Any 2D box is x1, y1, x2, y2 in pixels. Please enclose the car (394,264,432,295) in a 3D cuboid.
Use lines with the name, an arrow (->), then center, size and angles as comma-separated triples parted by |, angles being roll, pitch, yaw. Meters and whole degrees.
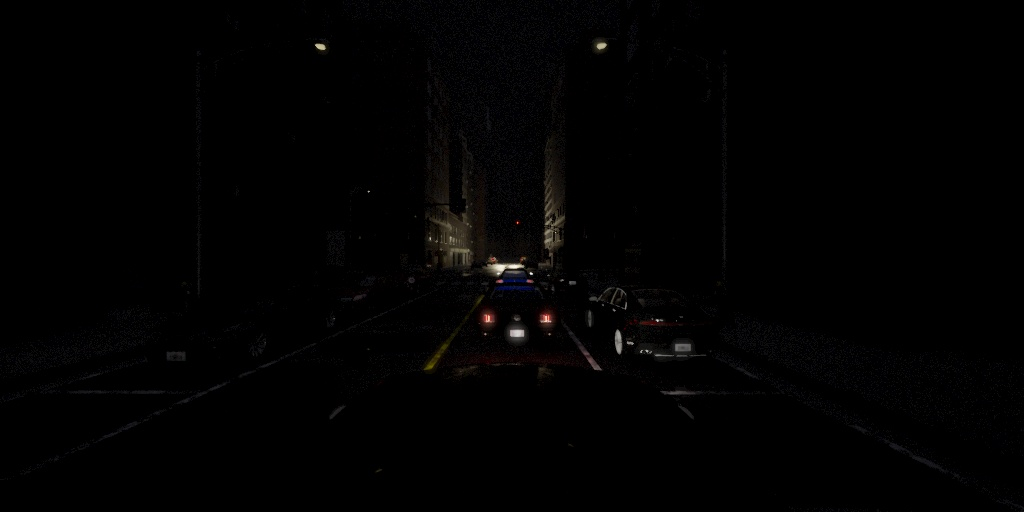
car -> -5.616, 1.190, 19.220 | 1.967, 1.591, 4.097 | 0, 0, 0

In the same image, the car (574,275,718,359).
car -> 2.876, 1.300, 8.192 | 2.007, 1.370, 4.403 | 0, 0, 0

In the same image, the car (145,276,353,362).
car -> -5.649, 1.315, 8.218 | 1.948, 1.339, 4.313 | 0, 0, 0

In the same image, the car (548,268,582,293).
car -> 2.909, 1.316, 19.194 | 1.948, 1.339, 4.313 | 0, 0, 0

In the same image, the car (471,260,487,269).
car -> -5.468, 1.367, 56.322 | 1.802, 1.307, 4.207 | 0, 0, 0

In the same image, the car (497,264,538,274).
car -> 0.148, 1.314, 18.576 | 1.994, 1.385, 4.181 | 0, 0, 1

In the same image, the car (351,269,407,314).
car -> -5.633, 1.332, 13.719 | 1.802, 1.307, 4.207 | 0, 0, 0

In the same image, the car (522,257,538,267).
car -> 3.057, 1.225, 56.283 | 1.967, 1.591, 4.097 | 0, 0, 0

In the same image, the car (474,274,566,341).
car -> 0.120, 1.351, 9.816 | 1.895, 1.301, 4.718 | 0, 0, 0
